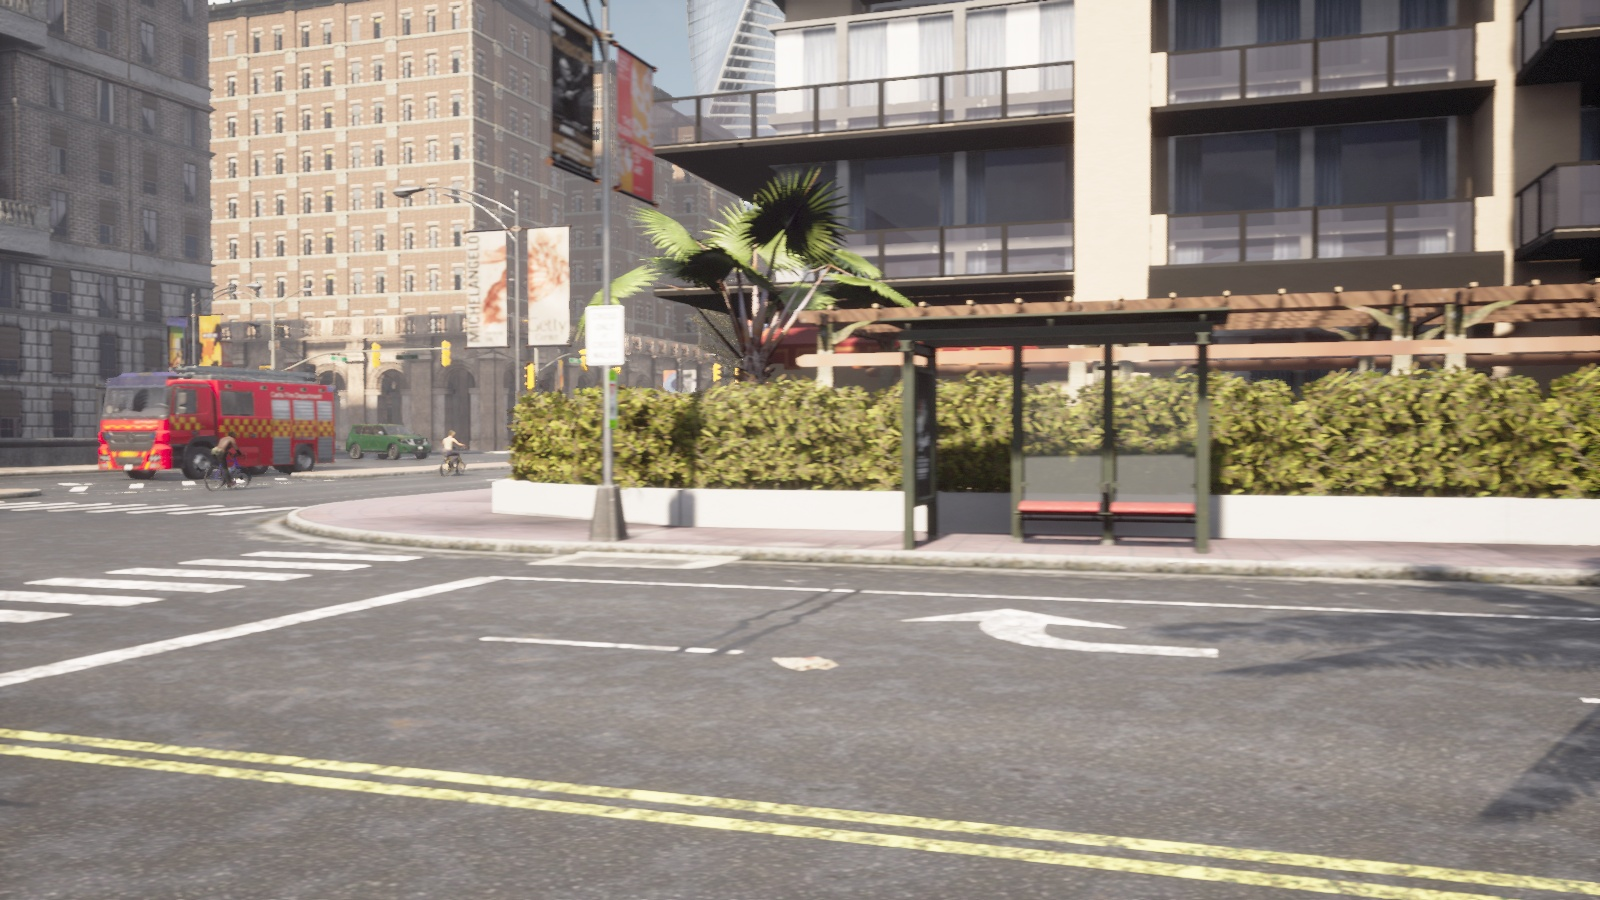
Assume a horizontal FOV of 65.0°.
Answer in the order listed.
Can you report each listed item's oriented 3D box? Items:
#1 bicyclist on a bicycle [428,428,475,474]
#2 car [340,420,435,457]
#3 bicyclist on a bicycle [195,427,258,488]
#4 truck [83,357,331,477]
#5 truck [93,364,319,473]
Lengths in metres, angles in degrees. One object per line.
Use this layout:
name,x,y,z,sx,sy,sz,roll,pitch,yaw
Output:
bicyclist on a bicycle,-12.229,0.024,44.104,0.866,1.612,1.509,1,1,18
car,-23.383,-0.659,71.156,5.566,2.045,2.150,1,1,34
bicyclist on a bicycle,-15.528,0.190,34.023,0.582,1.620,1.656,0,0,18
truck,-20.570,-1.107,44.312,2.891,3.827,8.468,0,1,18
truck,-22.774,-1.187,48.829,2.891,3.827,8.468,0,1,18
